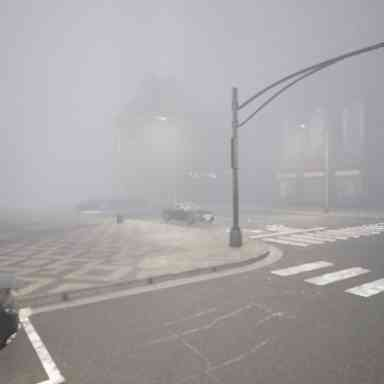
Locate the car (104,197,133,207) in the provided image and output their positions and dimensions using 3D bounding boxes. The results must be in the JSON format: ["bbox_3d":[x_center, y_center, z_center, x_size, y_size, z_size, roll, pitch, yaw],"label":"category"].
[{"bbox_3d":[-11.240,1.502,50.150,2.128,1.511,4.902,-1,0,-35],"label":"car"}]

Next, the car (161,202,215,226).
[{"bbox_3d":[-0.377,1.492,23.582,2.128,1.511,4.902,-1,0,-36],"label":"car"}]

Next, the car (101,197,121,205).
[{"bbox_3d":[-14.926,1.611,60.805,1.895,1.301,4.718,-1,0,-36],"label":"car"}]

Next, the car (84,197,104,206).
[{"bbox_3d":[-17.325,1.643,58.574,1.895,1.301,4.718,-1,0,-36],"label":"car"}]

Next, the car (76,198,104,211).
[{"bbox_3d":[-12.904,1.625,41.099,1.994,1.385,4.181,-1,0,-35],"label":"car"}]

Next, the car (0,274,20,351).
[{"bbox_3d":[-4.325,1.559,3.568,4.403,1.369,2.008,0,0,-35],"label":"car"}]

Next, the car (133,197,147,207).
[{"bbox_3d":[-8.916,1.456,52.459,1.882,1.535,5.008,-1,0,-35],"label":"car"}]
